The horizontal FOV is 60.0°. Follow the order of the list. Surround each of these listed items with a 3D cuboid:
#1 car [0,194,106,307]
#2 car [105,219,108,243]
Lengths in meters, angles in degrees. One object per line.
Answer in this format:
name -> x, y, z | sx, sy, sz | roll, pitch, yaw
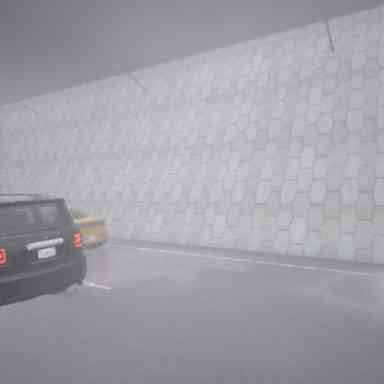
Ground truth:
car -> -4.628, 1.087, 6.825 | 5.566, 2.045, 2.150 | 0, 2, 32
car -> -5.078, 1.204, 11.235 | 5.008, 1.535, 1.882 | 0, 3, 32
